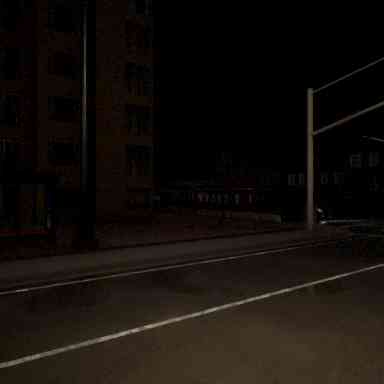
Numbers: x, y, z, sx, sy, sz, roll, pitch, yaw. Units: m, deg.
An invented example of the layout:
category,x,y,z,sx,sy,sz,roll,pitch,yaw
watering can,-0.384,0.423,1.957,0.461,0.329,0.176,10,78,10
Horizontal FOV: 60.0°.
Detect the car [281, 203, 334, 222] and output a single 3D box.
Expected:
category,x,y,z,sx,sy,sz,roll,pitch,yaw
car,10.338,1.733,29.965,2.097,1.767,4.553,1,-5,-36
